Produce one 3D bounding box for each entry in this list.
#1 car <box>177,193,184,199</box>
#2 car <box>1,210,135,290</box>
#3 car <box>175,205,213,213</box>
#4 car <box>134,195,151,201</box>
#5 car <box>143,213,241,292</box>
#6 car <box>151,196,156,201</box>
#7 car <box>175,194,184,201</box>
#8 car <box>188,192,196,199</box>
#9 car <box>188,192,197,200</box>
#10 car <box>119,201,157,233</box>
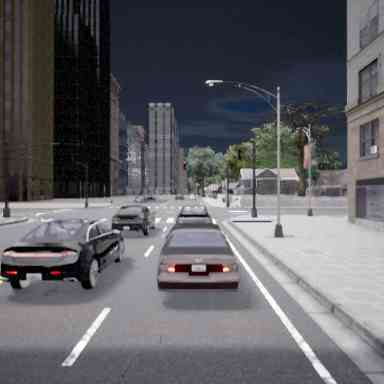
[{"bbox_3d":[-3.154,1.187,94.166,1.882,1.535,5.008,0,0,0],"label":"car"},{"bbox_3d":[-3.142,1.479,9.065,2.128,1.511,4.902,0,0,0],"label":"car"},{"bbox_3d":[0.117,1.467,18.045,2.128,1.511,4.902,0,0,0],"label":"car"},{"bbox_3d":[-9.730,1.402,62.994,2.128,1.511,4.902,0,0,1],"label":"car"},{"bbox_3d":[0.100,1.533,8.992,2.033,1.411,5.357,0,0,-1],"label":"car"},{"bbox_3d":[-9.670,1.485,78.159,1.895,1.301,4.718,0,0,0],"label":"car"},{"bbox_3d":[-3.164,1.231,84.132,2.097,1.767,4.553,0,0,0],"label":"car"},{"bbox_3d":[0.097,0.934,94.193,2.150,2.045,5.566,0,0,0],"label":"car"},{"bbox_3d":[0.086,1.400,84.159,1.812,1.442,4.674,0,0,0],"label":"car"},{"bbox_3d":[-3.131,1.480,18.325,1.837,1.490,4.892,0,0,0],"label":"car"}]
